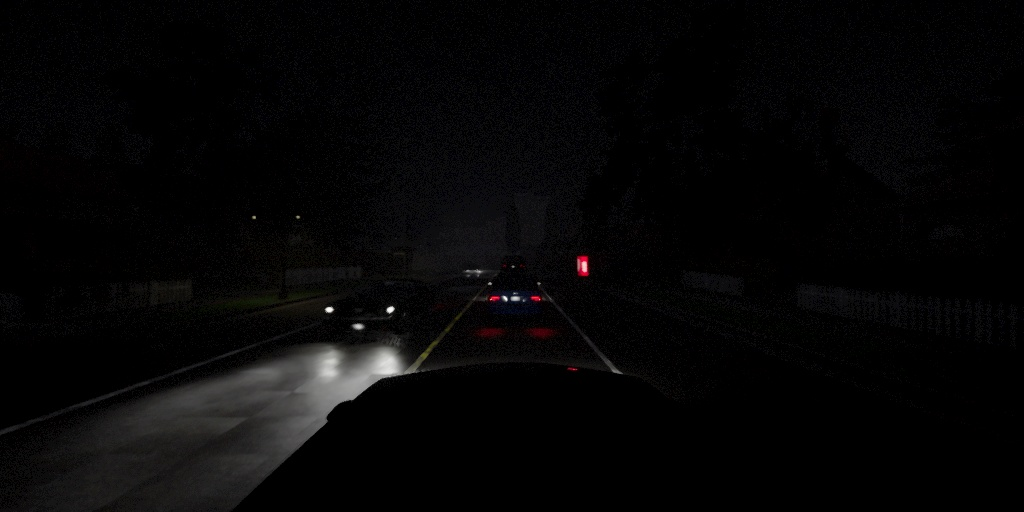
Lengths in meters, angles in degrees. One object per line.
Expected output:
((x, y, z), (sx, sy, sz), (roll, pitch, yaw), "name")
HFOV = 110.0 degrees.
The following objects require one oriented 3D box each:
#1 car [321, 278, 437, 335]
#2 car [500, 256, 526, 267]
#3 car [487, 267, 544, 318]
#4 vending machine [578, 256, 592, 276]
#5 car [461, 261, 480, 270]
((-3.603, 1.354, 10.640), (1.895, 1.301, 4.718), (0, 0, 0), "car")
((0.094, 0.983, 32.470), (2.150, 2.045, 5.566), (0, 0, 0), "car")
((0.098, 1.302, 13.018), (2.033, 1.411, 5.357), (0, 0, 0), "car")
((6.879, 0.958, 34.634), (1.100, 2.100, 0.880), (0, 0, 0), "vending machine")
((-6.273, 1.390, 53.541), (1.895, 1.301, 4.718), (0, 0, -21), "car")
